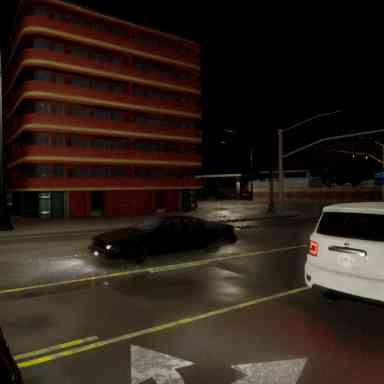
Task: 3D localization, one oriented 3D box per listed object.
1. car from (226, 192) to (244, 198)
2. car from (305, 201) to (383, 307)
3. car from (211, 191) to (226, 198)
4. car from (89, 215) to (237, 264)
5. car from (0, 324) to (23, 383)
[{"bbox_3d":[11.384,0.818,85.098,3.806,1.475,1.970,-1,1,-35],"label":"car"},{"bbox_3d":[4.775,1.218,7.134,5.566,2.045,2.150,0,0,-35],"label":"car"},{"bbox_3d":[7.417,0.671,89.324,4.611,1.667,2.242,-1,1,-35],"label":"car"},{"bbox_3d":[-0.830,1.546,11.975,5.357,1.411,2.033,0,0,-35],"label":"car"},{"bbox_3d":[-3.667,1.222,1.136,5.566,2.045,2.150,0,0,-35],"label":"car"}]
